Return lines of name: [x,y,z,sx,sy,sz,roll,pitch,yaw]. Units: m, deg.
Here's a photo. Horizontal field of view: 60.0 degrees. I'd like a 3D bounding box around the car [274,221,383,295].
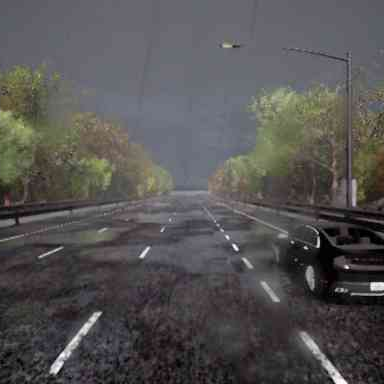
car: [3.505,1.531,8.668,1.837,1.490,4.892,0,0,0]
